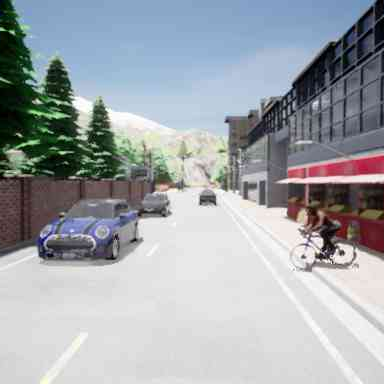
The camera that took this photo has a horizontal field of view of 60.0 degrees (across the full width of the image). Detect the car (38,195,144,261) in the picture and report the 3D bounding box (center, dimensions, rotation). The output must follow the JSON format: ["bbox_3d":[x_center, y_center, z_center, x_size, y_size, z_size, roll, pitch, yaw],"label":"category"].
[{"bbox_3d":[-3.152,1.041,11.016,2.097,1.767,4.553,0,1,3],"label":"car"}]

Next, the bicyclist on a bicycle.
[{"bbox_3d":[3.256,1.135,8.376,1.656,1.620,0.582,-6,1,3],"label":"bicyclist on a bicycle"}]

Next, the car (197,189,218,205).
[{"bbox_3d":[1.678,0.588,35.610,1.837,1.490,4.892,0,2,2],"label":"car"}]

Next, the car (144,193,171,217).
[{"bbox_3d":[-2.573,0.875,23.468,1.837,1.490,4.892,0,1,3],"label":"car"}]

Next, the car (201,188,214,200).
[{"bbox_3d":[2.205,0.293,47.151,1.837,1.490,4.892,0,2,3],"label":"car"}]
